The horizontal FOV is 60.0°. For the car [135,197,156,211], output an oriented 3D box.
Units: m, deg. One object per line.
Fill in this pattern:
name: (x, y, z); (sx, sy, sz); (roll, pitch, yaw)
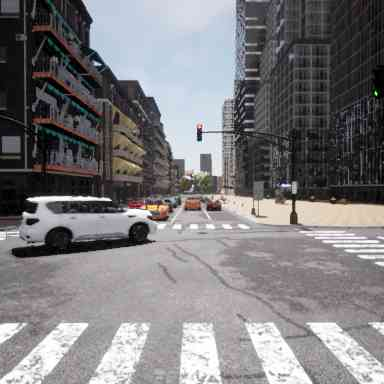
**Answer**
car: (-5.690, 1.436, 41.033); (1.967, 1.590, 4.097); (-1, 0, 0)

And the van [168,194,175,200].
van: (-5.676, 1.350, 91.873); (1.690, 1.788, 3.998); (-1, 0, 0)

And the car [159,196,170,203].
car: (-5.679, 1.584, 69.278); (1.802, 1.307, 4.206); (-1, 0, 0)

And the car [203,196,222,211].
car: (2.659, 1.540, 41.088); (1.887, 1.381, 4.507); (-1, 0, 0)

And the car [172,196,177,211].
car: (-3.085, 1.500, 37.637); (1.837, 1.490, 4.892); (0, 0, 0)

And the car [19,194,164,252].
car: (-4.301, 1.208, 14.273); (5.566, 2.045, 2.150); (-1, 2, -33)

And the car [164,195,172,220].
car: (-3.090, 1.348, 27.640); (2.097, 1.767, 4.553); (0, 0, 0)

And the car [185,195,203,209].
car: (0.107, 1.348, 44.819); (2.097, 1.767, 4.553); (0, 0, 0)

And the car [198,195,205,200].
car: (2.674, 1.535, 92.099); (1.752, 1.417, 4.829); (-1, 0, 0)

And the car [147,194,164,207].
car: (-5.688, 1.312, 52.332); (2.192, 1.841, 5.009); (-1, 0, 0)

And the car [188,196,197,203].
car: (0.129, 1.602, 69.719); (1.895, 1.301, 4.718); (0, 0, 0)

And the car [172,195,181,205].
car: (-3.077, 1.544, 47.965); (2.033, 1.411, 5.357); (0, 0, 0)

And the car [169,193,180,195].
car: (-3.032, 1.220, 58.283); (2.150, 2.045, 5.566); (0, 0, 1)

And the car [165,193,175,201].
car: (-5.678, 1.322, 86.225); (2.192, 1.841, 5.009); (-1, 0, 0)

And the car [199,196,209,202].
car: (2.669, 1.548, 74.982); (1.887, 1.381, 4.507); (-1, 0, 0)

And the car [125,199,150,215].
car: (-5.690, 1.540, 35.384); (1.887, 1.381, 4.507); (-1, 0, 0)
